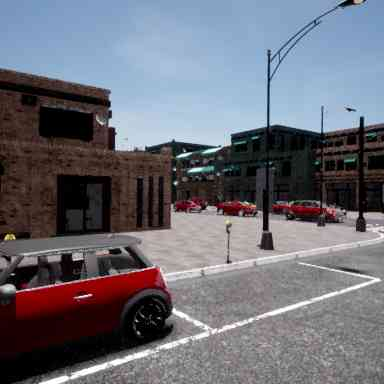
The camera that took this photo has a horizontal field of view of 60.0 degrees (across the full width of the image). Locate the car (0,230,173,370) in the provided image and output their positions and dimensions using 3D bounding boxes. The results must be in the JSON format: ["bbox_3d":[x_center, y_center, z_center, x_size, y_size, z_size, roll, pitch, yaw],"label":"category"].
[{"bbox_3d":[-2.388,1.441,4.841,4.097,1.590,1.967,0,1,-35],"label":"car"}]

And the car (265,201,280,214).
[{"bbox_3d":[9.799,1.739,37.235,1.967,1.590,4.097,0,-1,-35],"label":"car"}]

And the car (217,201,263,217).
[{"bbox_3d":[4.637,1.692,34.526,1.882,1.535,5.008,1,-1,-35],"label":"car"}]

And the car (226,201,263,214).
[{"bbox_3d":[6.537,1.879,41.930,1.752,1.417,4.829,0,-1,-35],"label":"car"}]

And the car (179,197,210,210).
[{"bbox_3d":[0.304,1.773,50.907,2.192,1.841,5.009,0,-1,-35],"label":"car"}]

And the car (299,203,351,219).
[{"bbox_3d":[12.963,1.812,32.676,1.947,1.339,4.313,0,-1,-35],"label":"car"}]

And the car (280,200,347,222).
[{"bbox_3d":[9.897,1.479,27.001,2.097,1.767,4.553,1,-1,-35],"label":"car"}]

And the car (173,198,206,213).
[{"bbox_3d":[-0.639,1.829,42.130,1.812,1.442,4.674,1,-1,-35],"label":"car"}]
